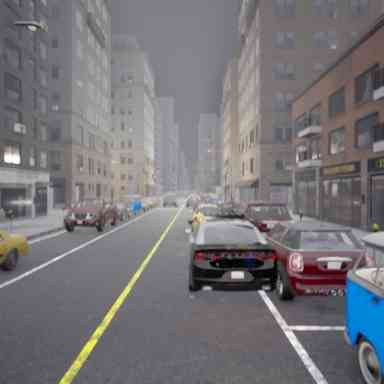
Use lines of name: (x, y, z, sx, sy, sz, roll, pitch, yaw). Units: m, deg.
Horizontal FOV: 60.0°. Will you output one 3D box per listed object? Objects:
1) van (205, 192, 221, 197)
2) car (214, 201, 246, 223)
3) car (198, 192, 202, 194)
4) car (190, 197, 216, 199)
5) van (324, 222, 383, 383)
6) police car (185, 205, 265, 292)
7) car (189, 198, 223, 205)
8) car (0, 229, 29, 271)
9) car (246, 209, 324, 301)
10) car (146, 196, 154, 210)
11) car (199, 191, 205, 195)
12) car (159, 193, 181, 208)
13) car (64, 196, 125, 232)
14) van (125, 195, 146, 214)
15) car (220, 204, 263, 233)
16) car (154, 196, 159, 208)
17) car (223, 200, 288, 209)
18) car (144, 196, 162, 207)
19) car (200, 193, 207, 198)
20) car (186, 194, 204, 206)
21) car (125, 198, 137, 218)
van: (2.890, 1.130, 42.252, 1.690, 1.788, 3.998, 0, 0, 0)
car: (2.799, 1.444, 25.245, 1.947, 1.339, 4.313, 0, 0, 0)
car: (0.279, 1.203, 53.155, 1.882, 1.535, 5.008, 0, 0, 0)
car: (0.915, 1.385, 24.888, 1.837, 1.490, 4.892, 0, 0, 0)
van: (2.679, 1.328, 2.567, 1.690, 1.788, 3.998, 0, 0, 0)
police car: (0.843, 1.382, 8.982, 1.930, 1.638, 5.238, 0, 0, -1)
car: (0.886, 1.364, 19.077, 1.801, 1.575, 5.366, 0, 0, 0)
car: (-5.817, 1.487, 8.102, 1.752, 1.417, 4.829, 0, 0, 0)
car: (2.709, 1.400, 8.237, 1.967, 1.590, 4.097, 0, 0, 0)
car: (-5.667, 1.348, 36.443, 1.752, 1.417, 4.829, 0, 0, 0)
car: (3.064, 1.036, 75.116, 1.967, 1.590, 4.097, 0, 0, 0)
car: (-2.811, 1.285, 43.957, 1.837, 1.490, 4.892, 0, 0, 1)
car: (-5.756, 1.221, 19.608, 2.192, 1.841, 5.009, 0, 0, 0)
van: (-5.696, 1.193, 30.943, 1.690, 1.788, 3.998, 0, 0, 0)
car: (2.770, 1.471, 19.576, 1.947, 1.339, 4.313, 0, 0, 0)
car: (-5.637, 1.316, 42.112, 1.752, 1.417, 4.829, 0, 0, 0)
car: (2.739, 1.248, 13.905, 2.192, 1.841, 5.009, 0, 0, 0)
car: (-5.605, 1.307, 47.949, 2.008, 1.369, 4.403, 0, 0, 0)
car: (3.154, 1.055, 91.871, 1.947, 1.339, 4.313, 0, 0, 0)
car: (0.227, 1.348, 43.259, 1.994, 1.385, 4.181, 0, 0, 0)
car: (-5.726, 1.430, 25.276, 2.008, 1.369, 4.403, 0, 0, 0)
